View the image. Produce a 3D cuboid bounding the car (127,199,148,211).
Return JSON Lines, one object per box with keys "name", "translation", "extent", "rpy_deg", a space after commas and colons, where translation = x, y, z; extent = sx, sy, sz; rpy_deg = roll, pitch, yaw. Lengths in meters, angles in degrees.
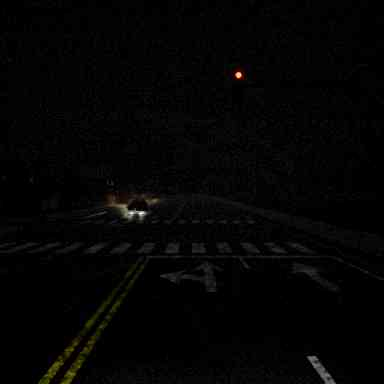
{"name": "car", "translation": [-6.434, 1.562, 40.195], "extent": [2.033, 1.411, 5.357], "rpy_deg": [0, 0, 0]}
